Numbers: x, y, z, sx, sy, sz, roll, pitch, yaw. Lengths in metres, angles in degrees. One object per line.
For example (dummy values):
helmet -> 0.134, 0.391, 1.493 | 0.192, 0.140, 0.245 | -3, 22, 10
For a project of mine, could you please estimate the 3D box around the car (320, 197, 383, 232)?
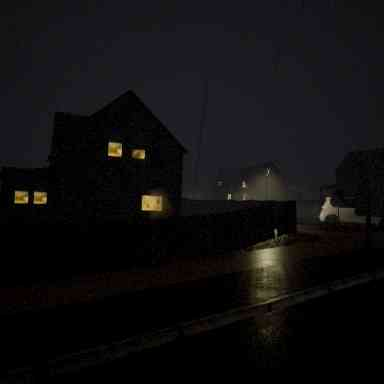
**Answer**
car -> 10.242, 1.315, 19.375 | 2.150, 2.045, 5.566 | 3, -2, -33

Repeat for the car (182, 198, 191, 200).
car -> -1.067, 1.718, 41.736 | 2.150, 2.045, 5.566 | 3, -2, -21
